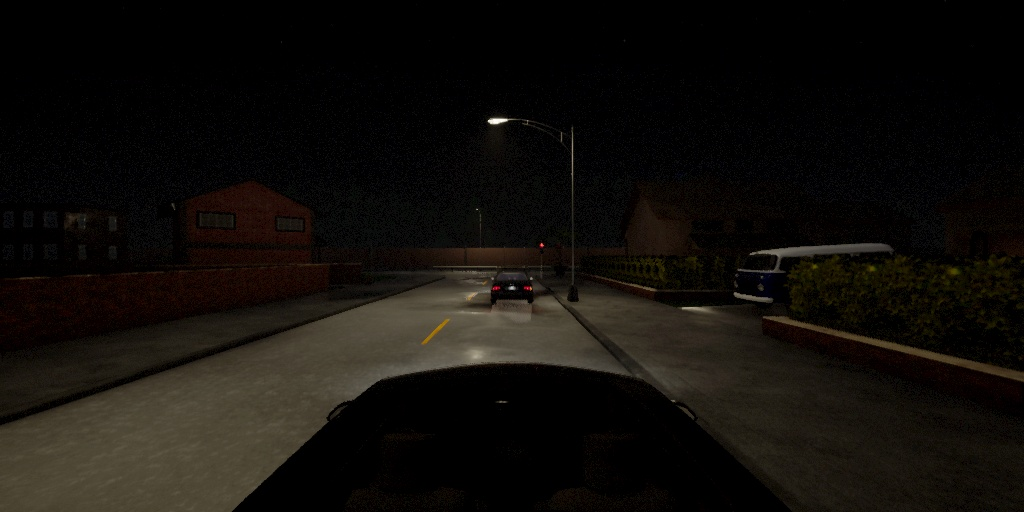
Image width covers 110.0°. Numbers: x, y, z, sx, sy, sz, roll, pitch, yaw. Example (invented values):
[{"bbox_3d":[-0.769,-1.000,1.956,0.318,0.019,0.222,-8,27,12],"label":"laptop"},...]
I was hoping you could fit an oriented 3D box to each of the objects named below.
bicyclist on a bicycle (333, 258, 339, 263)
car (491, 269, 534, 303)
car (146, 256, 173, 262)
[{"bbox_3d":[-23.991,1.097,48.990,0.582,1.620,1.656,0,0,0],"label":"bicyclist on a bicycle"},{"bbox_3d":[0.000,1.312,16.500,2.033,1.411,5.357,0,0,0],"label":"car"},{"bbox_3d":[-43.220,1.006,44.689,5.566,2.045,2.150,0,0,0],"label":"car"}]
